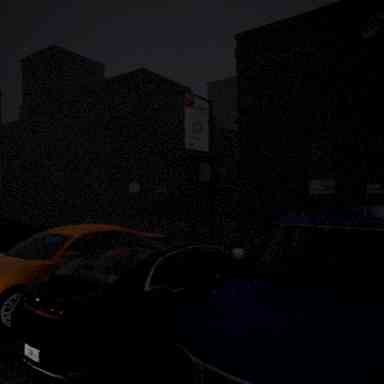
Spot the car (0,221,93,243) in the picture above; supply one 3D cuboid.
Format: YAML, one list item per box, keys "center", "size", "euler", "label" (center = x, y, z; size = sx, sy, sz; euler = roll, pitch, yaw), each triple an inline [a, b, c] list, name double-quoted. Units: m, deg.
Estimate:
- center: [-2.594, 1.479, 7.212]
  size: [2.097, 1.535, 5.008]
  euler: [0, 0, 36]
  label: "car"

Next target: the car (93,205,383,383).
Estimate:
- center: [1.912, 1.229, 3.957]
  size: [2.435, 2.045, 5.566]
  euler: [0, 0, 36]
  label: "car"

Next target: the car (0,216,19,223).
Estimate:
- center: [-7.210, 1.478, 10.514]
  size: [2.097, 1.535, 5.008]
  euler: [0, 0, 36]
  label: "car"

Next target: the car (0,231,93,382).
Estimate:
- center: [-0.338, 1.481, 5.589]
  size: [2.231, 1.521, 4.892]
  euler: [0, 0, 36]
  label: "car"
